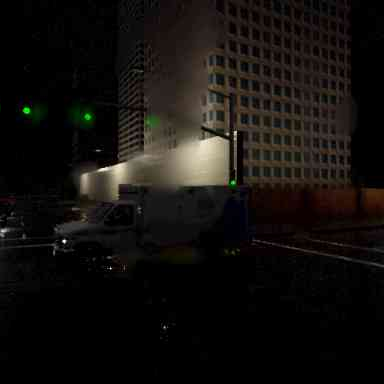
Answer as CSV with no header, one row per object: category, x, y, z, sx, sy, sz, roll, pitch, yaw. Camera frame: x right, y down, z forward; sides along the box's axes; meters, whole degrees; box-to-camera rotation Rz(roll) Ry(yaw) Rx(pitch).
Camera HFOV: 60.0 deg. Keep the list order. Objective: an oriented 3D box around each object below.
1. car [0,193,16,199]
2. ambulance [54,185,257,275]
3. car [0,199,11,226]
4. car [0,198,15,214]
car,-23.835,1.206,42.404,2.150,2.045,5.566,0,1,-27
ambulance,-1.065,1.025,10.895,6.366,2.431,2.351,0,0,-28
car,-13.536,1.488,22.522,1.837,1.490,4.892,0,0,-27
car,-17.638,1.551,30.429,1.994,1.385,4.181,0,0,-27
